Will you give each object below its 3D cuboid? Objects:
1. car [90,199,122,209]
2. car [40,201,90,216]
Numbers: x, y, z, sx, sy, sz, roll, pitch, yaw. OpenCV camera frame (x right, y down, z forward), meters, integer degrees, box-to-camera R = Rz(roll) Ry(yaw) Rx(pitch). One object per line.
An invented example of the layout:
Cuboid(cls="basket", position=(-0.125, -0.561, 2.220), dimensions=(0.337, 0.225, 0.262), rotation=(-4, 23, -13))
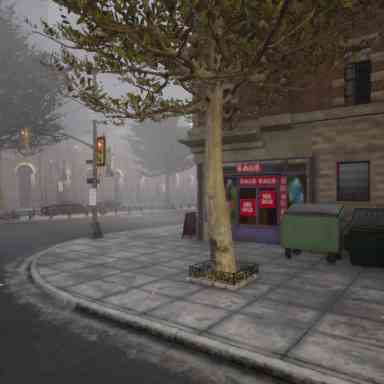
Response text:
Cuboid(cls="car", position=(-11.936, 1.595, 45.164), dimensions=(1.895, 1.301, 4.718), rotation=(0, 0, 36))
Cuboid(cls="car", position=(-12.697, 1.564, 32.877), dimensions=(1.994, 1.385, 4.181), rotation=(0, 0, 36))
